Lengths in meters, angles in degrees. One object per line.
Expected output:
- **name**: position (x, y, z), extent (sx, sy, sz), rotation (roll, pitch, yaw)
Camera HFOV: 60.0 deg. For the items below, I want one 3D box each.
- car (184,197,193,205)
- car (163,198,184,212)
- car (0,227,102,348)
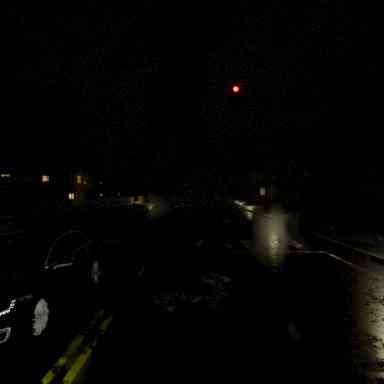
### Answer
- **car**: position (-0.870, 1.658, 63.757), extent (2.033, 1.411, 5.357), rotation (0, 0, 4)
- **car**: position (-2.292, 1.608, 39.430), extent (1.837, 1.490, 4.892), rotation (0, 0, 3)
- **car**: position (-3.201, 1.523, 6.553), extent (1.837, 1.490, 4.892), rotation (0, 0, 1)
